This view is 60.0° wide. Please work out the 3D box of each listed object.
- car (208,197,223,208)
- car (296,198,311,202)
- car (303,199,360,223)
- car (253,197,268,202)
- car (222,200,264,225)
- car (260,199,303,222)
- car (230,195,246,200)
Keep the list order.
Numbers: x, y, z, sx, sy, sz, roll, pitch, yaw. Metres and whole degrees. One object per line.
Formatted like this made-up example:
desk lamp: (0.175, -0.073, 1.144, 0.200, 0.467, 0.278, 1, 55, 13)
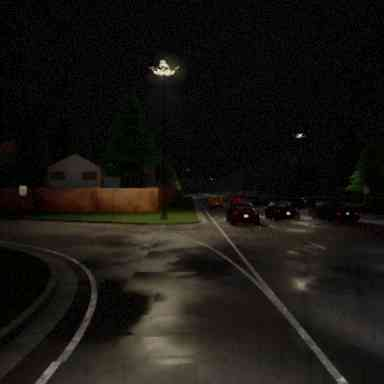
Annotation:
car: (3.392, 1.417, 48.227, 1.882, 1.535, 5.008, 0, 0, 0)
car: (13.927, 1.439, 41.622, 2.128, 1.511, 4.902, 0, 0, 0)
car: (10.511, 1.516, 25.012, 2.033, 1.411, 5.357, 0, 0, 0)
car: (10.382, 1.428, 50.168, 2.128, 1.511, 4.902, 0, 0, 0)
car: (3.517, 1.534, 23.671, 1.994, 1.385, 4.181, 0, 0, 0)
car: (7.005, 1.531, 26.219, 1.994, 1.385, 4.181, 0, 0, 0)
car: (6.882, 1.288, 50.200, 2.097, 1.767, 4.553, 0, 0, 0)
